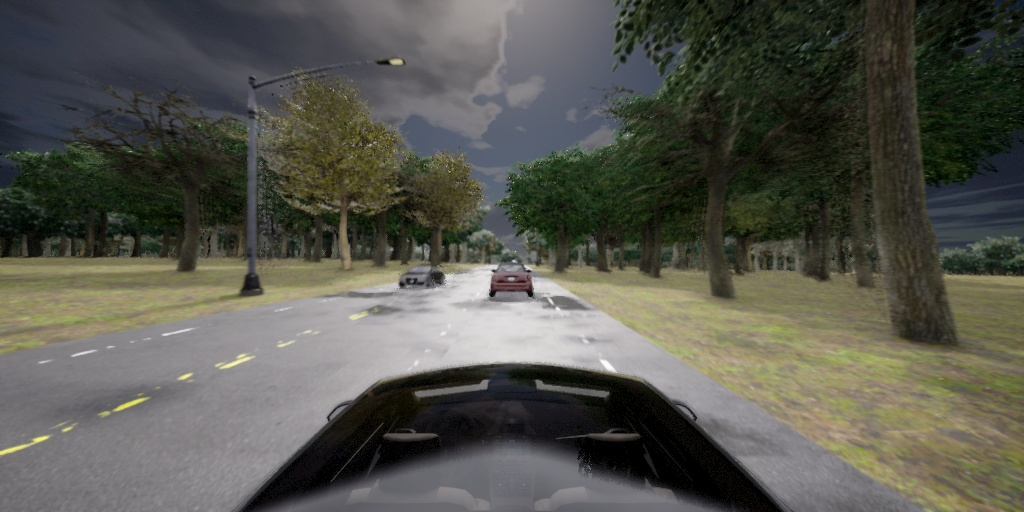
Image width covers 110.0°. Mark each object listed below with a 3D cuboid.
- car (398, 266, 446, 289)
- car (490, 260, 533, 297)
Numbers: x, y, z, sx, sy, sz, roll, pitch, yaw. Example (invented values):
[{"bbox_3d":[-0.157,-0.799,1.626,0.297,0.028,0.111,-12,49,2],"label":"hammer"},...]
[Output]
[{"bbox_3d":[-5.766,1.327,23.364,1.994,1.385,4.181,0,0,7],"label":"car"},{"bbox_3d":[-0.032,1.117,19.287,2.097,1.767,4.553,0,0,0],"label":"car"}]
